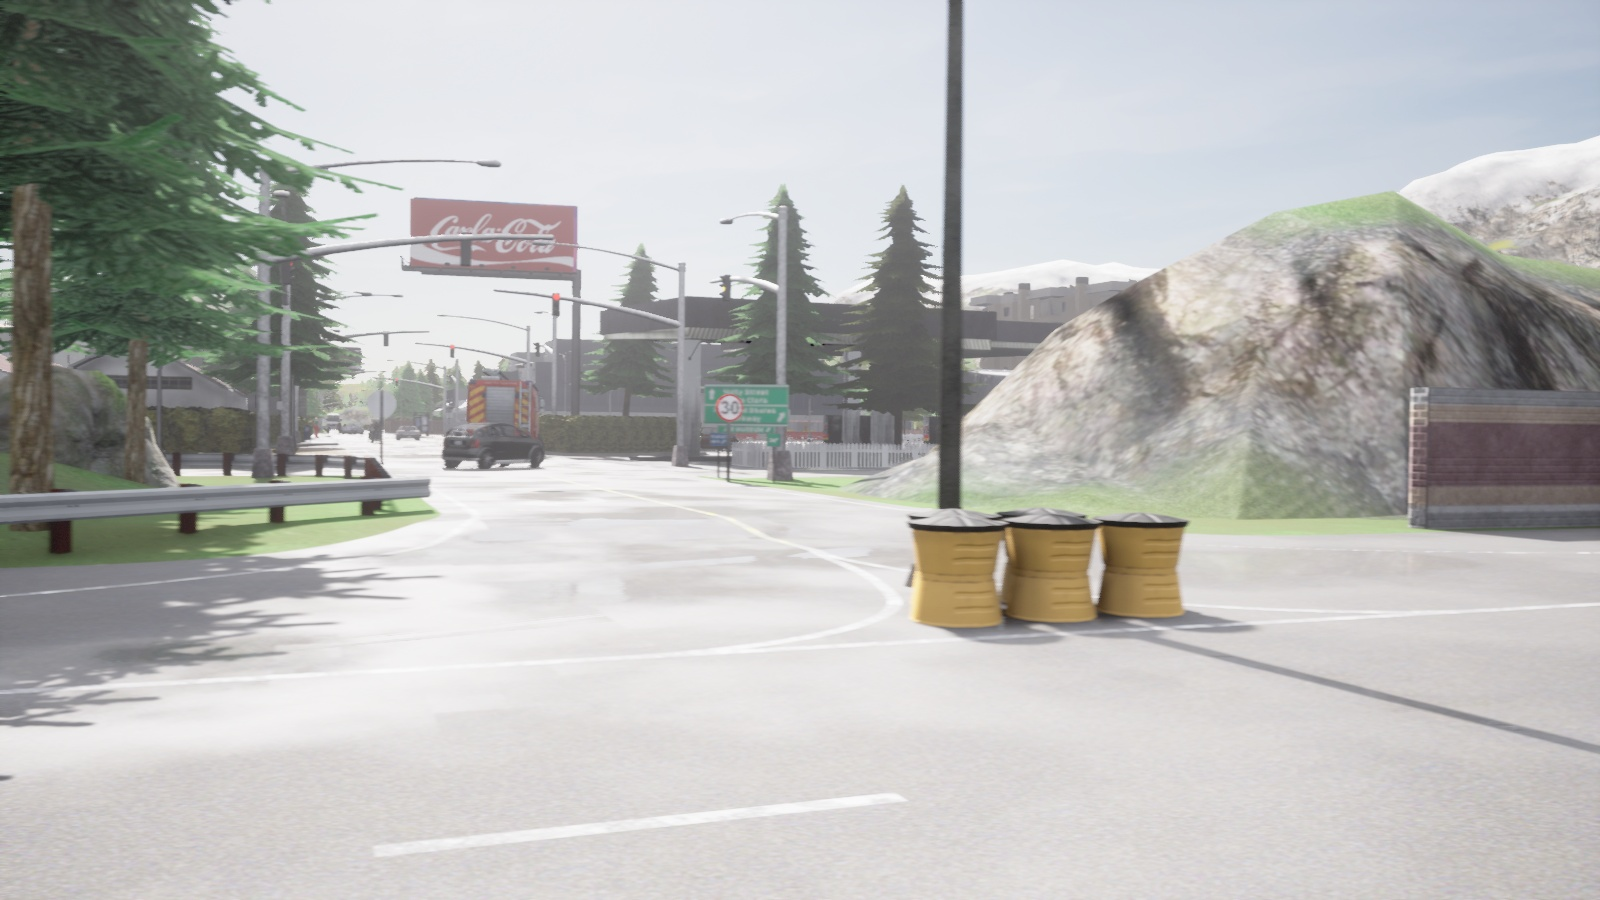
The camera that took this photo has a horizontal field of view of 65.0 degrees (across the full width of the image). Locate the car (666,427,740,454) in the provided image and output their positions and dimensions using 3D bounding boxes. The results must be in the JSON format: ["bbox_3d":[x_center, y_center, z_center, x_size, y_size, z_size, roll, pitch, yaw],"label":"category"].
[{"bbox_3d":[-6.496,-0.648,84.224,4.553,1.767,2.097,-1,1,-21],"label":"car"}]

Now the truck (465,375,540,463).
[{"bbox_3d":[-13.775,-1.312,58.770,2.891,3.827,8.468,0,0,-10],"label":"truck"}]

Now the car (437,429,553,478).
[{"bbox_3d":[-10.265,0.085,42.474,1.789,1.549,3.705,1,1,28],"label":"car"}]
